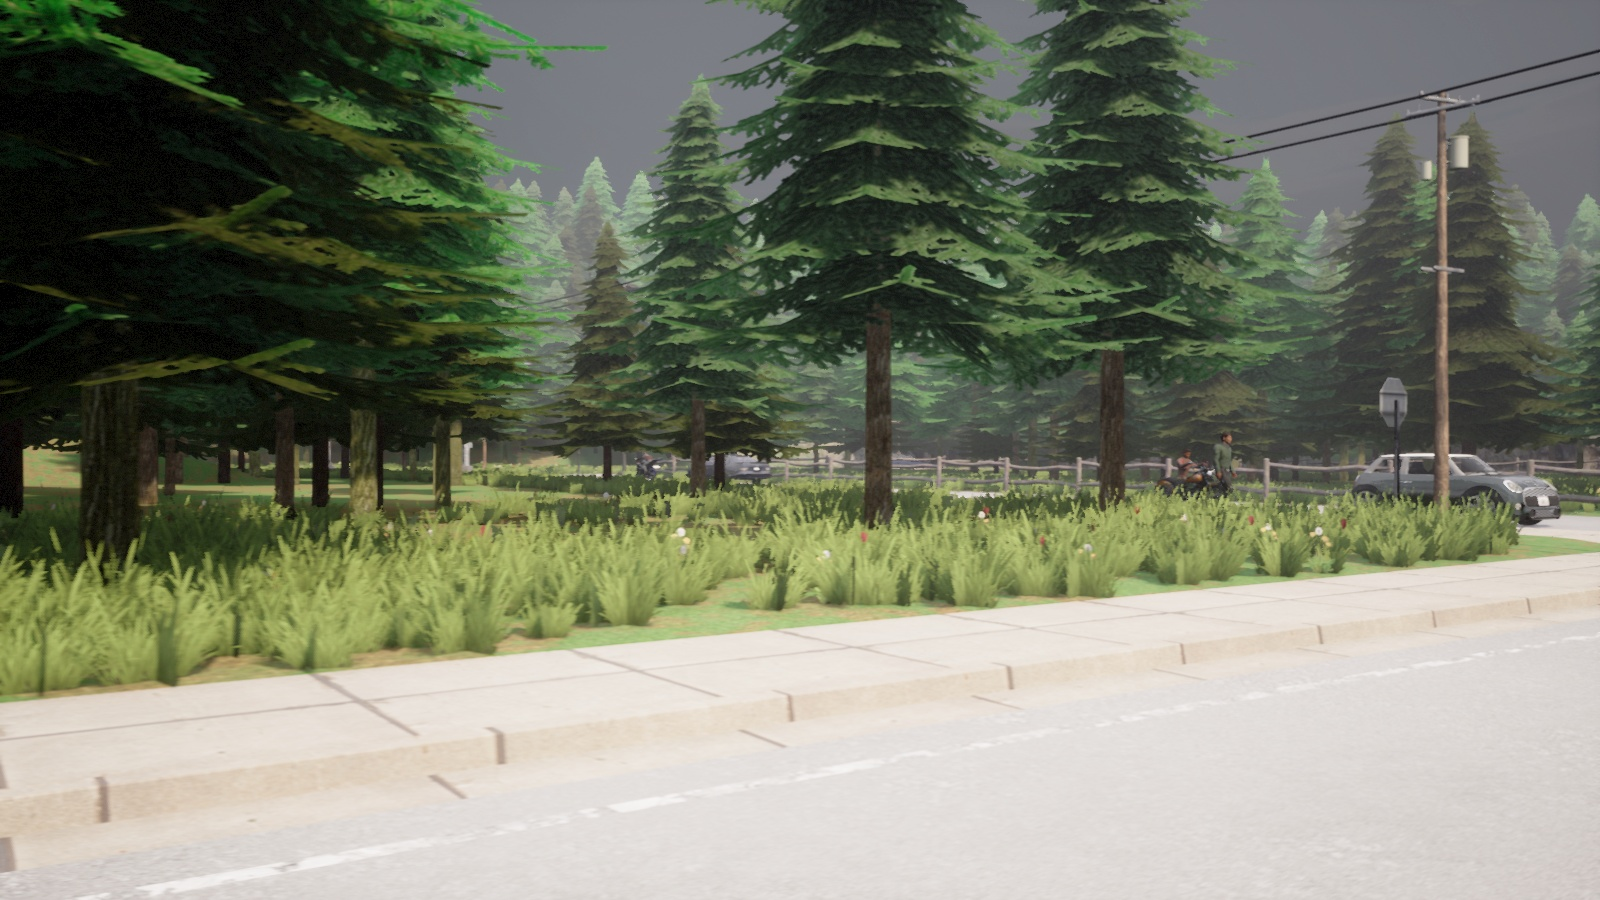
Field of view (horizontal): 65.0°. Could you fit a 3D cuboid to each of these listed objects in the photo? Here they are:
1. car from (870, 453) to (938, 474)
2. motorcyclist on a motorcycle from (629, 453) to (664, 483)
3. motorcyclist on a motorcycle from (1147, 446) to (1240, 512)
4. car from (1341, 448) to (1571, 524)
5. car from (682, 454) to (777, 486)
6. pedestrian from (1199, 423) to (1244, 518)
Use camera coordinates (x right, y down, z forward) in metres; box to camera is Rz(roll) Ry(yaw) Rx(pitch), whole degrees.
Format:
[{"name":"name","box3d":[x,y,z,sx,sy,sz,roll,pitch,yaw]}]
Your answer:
[{"name":"car","box3d":[7.452,0.949,90.269,4.792,1.488,2.163,0,0,3]},{"name":"motorcyclist on a motorcycle","box3d":[-8.055,0.931,65.855,0.866,1.530,2.191,0,0,-35]},{"name":"motorcyclist on a motorcycle","box3d":[10.079,0.717,32.255,0.766,1.649,2.350,0,0,-32]},{"name":"car","box3d":[13.722,0.711,26.452,1.970,1.475,3.806,0,0,-32]},{"name":"car","box3d":[-3.369,0.916,58.860,2.033,1.411,5.357,0,0,-34]},{"name":"pedestrian","box3d":[8.789,0.415,26.182,0.788,1.949,0.423,0,0,40]}]
